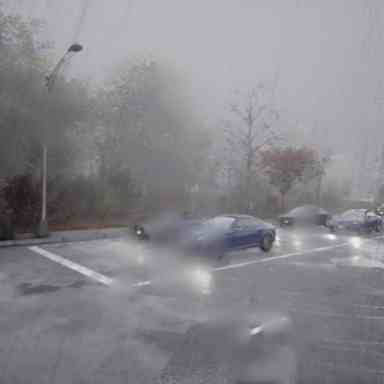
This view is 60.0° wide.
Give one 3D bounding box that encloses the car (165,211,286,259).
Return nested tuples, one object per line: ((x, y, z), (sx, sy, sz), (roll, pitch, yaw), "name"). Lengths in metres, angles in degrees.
((1.467, 1.607, 13.035), (4.674, 1.442, 1.812), (2, 0, -42), "car")

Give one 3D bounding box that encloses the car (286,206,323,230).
((8.113, 1.736, 23.686), (5.008, 1.535, 1.882), (1, 0, -42), "car")

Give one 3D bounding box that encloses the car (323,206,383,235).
((10.511, 1.831, 21.138), (4.674, 1.442, 1.812), (1, 0, -42), "car")

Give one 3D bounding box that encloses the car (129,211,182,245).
((-0.813, 1.601, 15.698), (4.181, 1.385, 1.994), (2, 0, -42), "car")

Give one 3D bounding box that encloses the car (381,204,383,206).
((21.030, 1.931, 35.222), (4.892, 1.490, 1.837), (1, 0, -42), "car")
